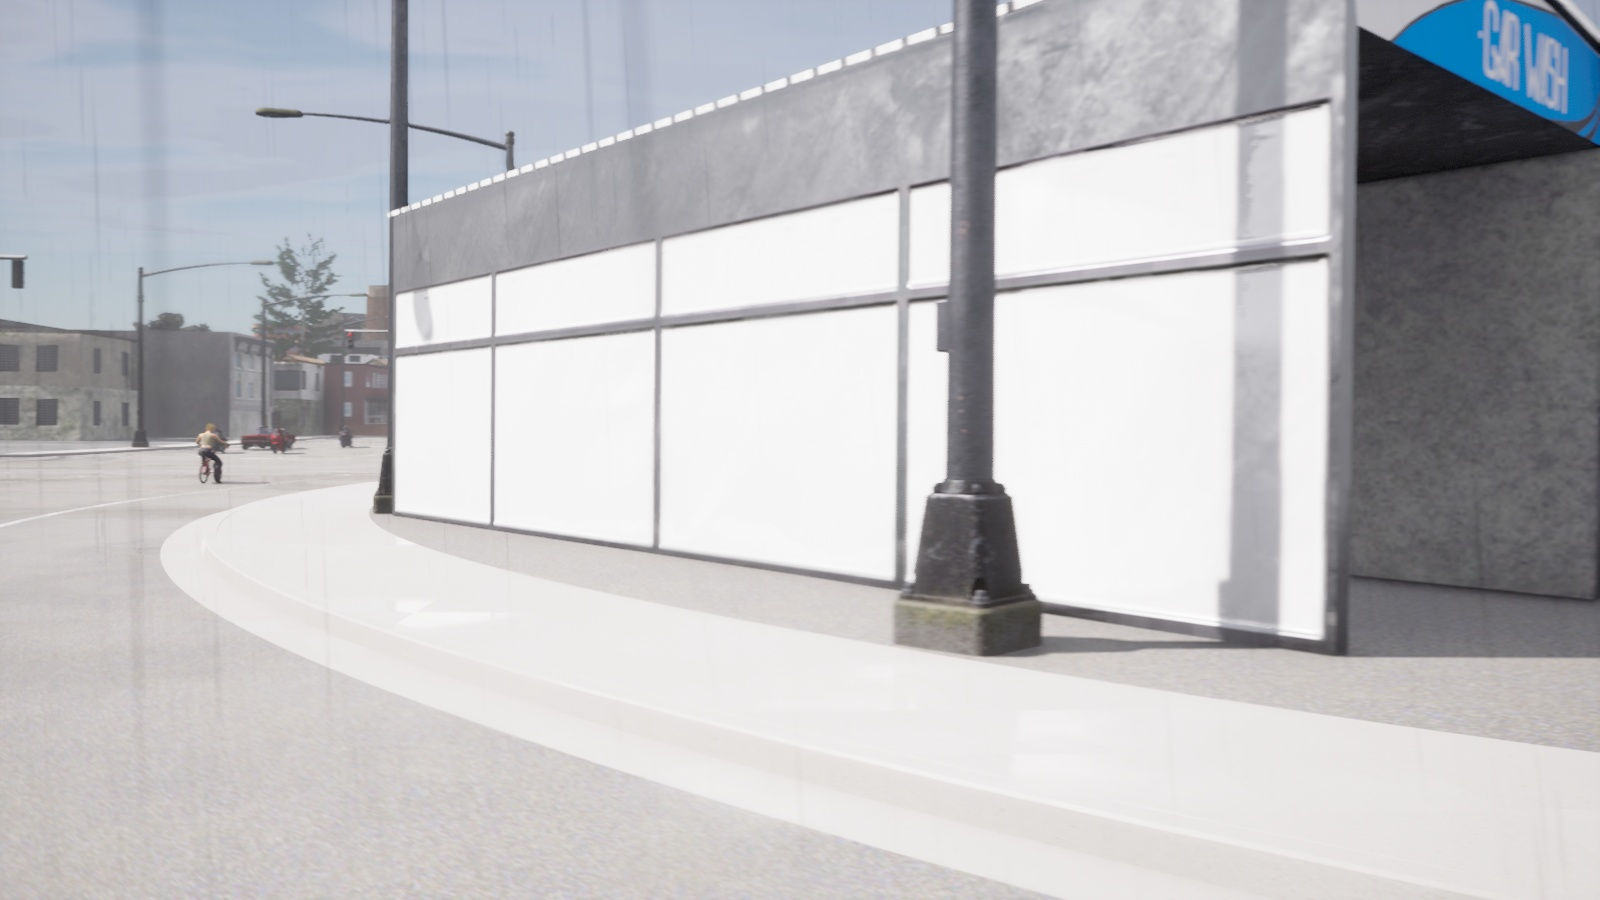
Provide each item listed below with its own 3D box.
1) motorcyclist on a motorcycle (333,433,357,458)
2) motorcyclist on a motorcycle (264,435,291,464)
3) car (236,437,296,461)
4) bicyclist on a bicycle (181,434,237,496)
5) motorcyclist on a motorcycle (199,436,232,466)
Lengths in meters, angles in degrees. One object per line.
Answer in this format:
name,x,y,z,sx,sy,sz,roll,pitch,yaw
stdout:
motorcyclist on a motorcycle,-29.241,-0.311,80.708,0.866,1.530,2.191,-1,2,-4
motorcyclist on a motorcycle,-28.379,-0.032,68.245,0.797,1.523,2.044,-1,1,-5
car,-32.428,-0.097,76.412,1.895,1.301,4.718,-1,2,-4
bicyclist on a bicycle,-15.853,0.376,33.727,0.866,1.612,1.509,-1,1,-4
motorcyclist on a motorcycle,-31.825,0.047,68.370,0.866,1.530,2.191,-1,1,-4
